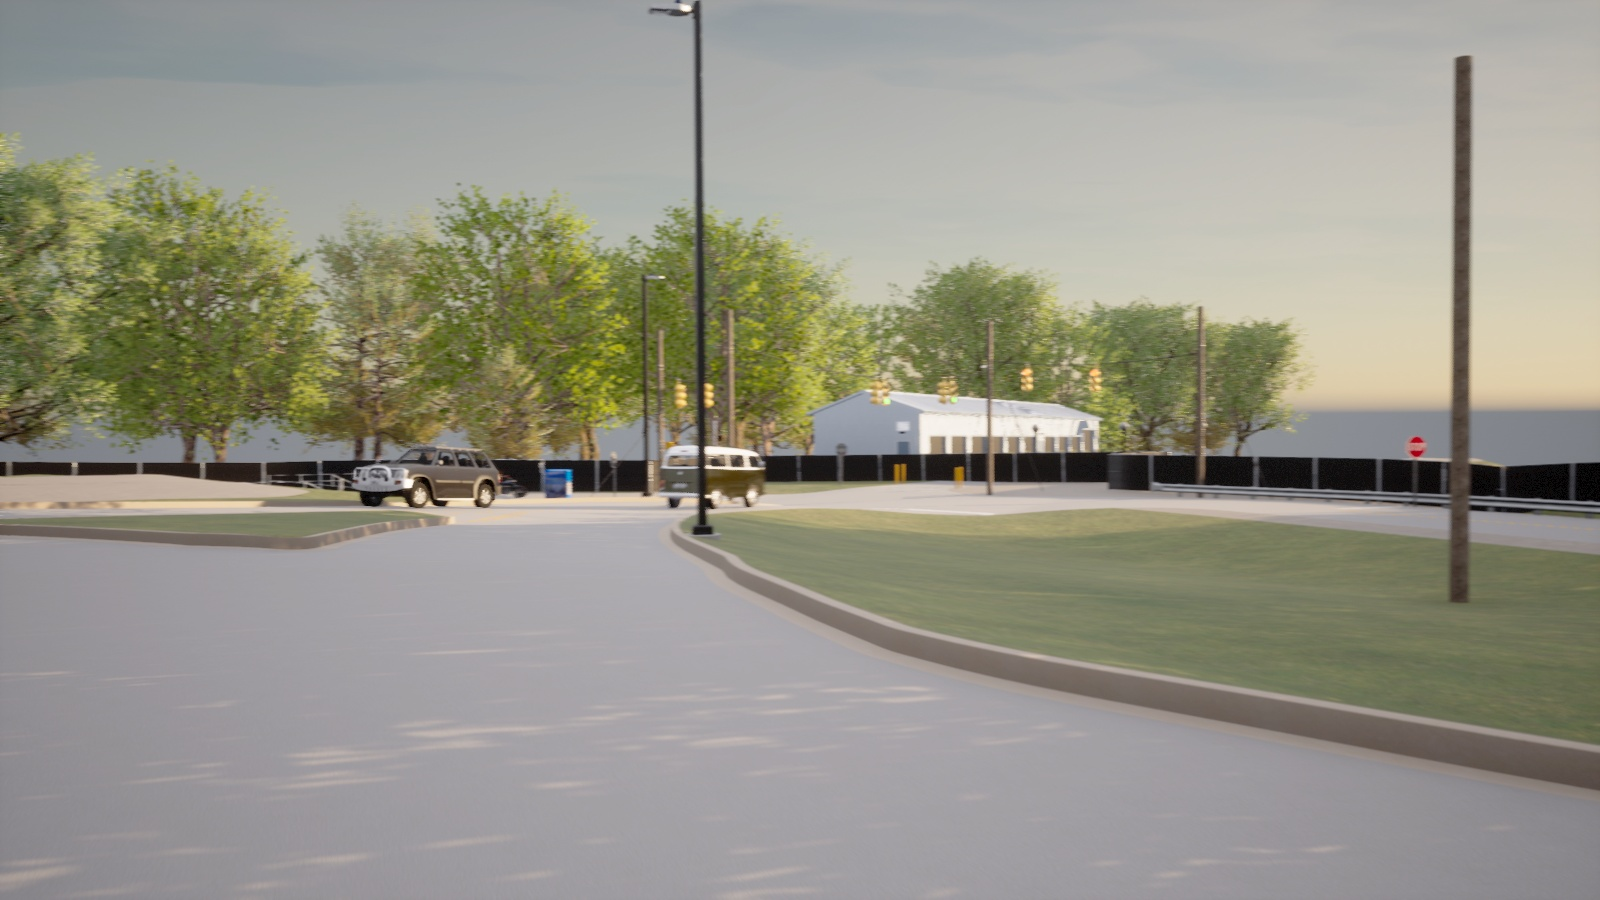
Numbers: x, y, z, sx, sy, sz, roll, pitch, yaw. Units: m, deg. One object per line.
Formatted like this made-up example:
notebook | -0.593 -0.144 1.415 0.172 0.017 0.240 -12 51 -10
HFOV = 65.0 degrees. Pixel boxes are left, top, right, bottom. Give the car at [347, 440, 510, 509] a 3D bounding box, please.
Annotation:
car | -10.680 0.744 36.468 1.932 1.855 4.605 0 -2 25

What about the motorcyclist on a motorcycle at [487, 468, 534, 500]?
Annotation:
motorcyclist on a motorcycle | -15.400 1.789 66.864 2.350 1.649 0.766 0 2 -2

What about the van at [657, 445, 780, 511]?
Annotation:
van | -2.635 0.912 41.621 2.069 2.038 4.480 0 -1 26
